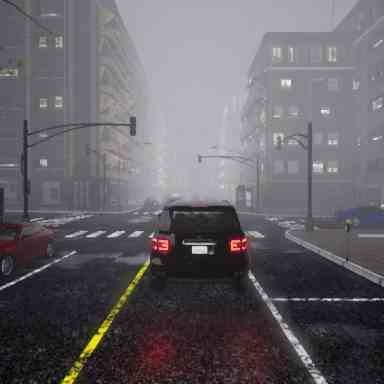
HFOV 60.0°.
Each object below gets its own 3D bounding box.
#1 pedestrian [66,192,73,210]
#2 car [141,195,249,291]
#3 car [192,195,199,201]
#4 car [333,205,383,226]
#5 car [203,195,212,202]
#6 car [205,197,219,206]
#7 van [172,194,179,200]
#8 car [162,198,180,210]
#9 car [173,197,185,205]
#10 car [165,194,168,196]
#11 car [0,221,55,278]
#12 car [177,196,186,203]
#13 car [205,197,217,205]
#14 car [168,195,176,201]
[{"bbox_3d":[-12.374,0.902,33.550,0.375,1.860,0.375,0,-1,0],"label":"pedestrian"},{"bbox_3d":[0.178,1.221,9.152,2.150,2.045,5.566,0,0,1],"label":"car"},{"bbox_3d":[0.856,1.478,82.752,1.882,1.535,5.008,0,0,1],"label":"car"},{"bbox_3d":[13.211,1.742,24.859,5.008,1.535,1.882,1,0,0],"label":"car"},{"bbox_3d":[3.473,1.440,76.220,1.967,1.590,4.097,0,0,1],"label":"car"},{"bbox_3d":[3.237,1.549,53.667,2.008,1.369,4.403,0,0,1],"label":"car"},{"bbox_3d":[-4.730,1.340,93.229,1.690,1.788,3.998,0,0,1],"label":"van"},{"bbox_3d":[-2.644,1.562,43.109,1.994,1.385,4.181,0,0,2],"label":"car"},{"bbox_3d":[-2.428,1.563,61.649,1.994,1.385,4.181,0,0,1],"label":"car"},{"bbox_3d":[-4.967,1.314,70.675,2.192,1.841,5.009,0,0,1],"label":"car"},{"bbox_3d":[-5.600,1.581,10.074,1.802,1.307,4.206,0,0,1],"label":"car"},{"bbox_3d":[-2.259,1.522,71.954,1.812,1.442,4.674,0,0,1],"label":"car"},{"bbox_3d":[3.296,1.543,59.304,1.887,1.381,4.507,0,0,1],"label":"car"},{"bbox_3d":[-4.849,1.525,81.782,1.752,1.417,4.829,0,0,1],"label":"car"}]
